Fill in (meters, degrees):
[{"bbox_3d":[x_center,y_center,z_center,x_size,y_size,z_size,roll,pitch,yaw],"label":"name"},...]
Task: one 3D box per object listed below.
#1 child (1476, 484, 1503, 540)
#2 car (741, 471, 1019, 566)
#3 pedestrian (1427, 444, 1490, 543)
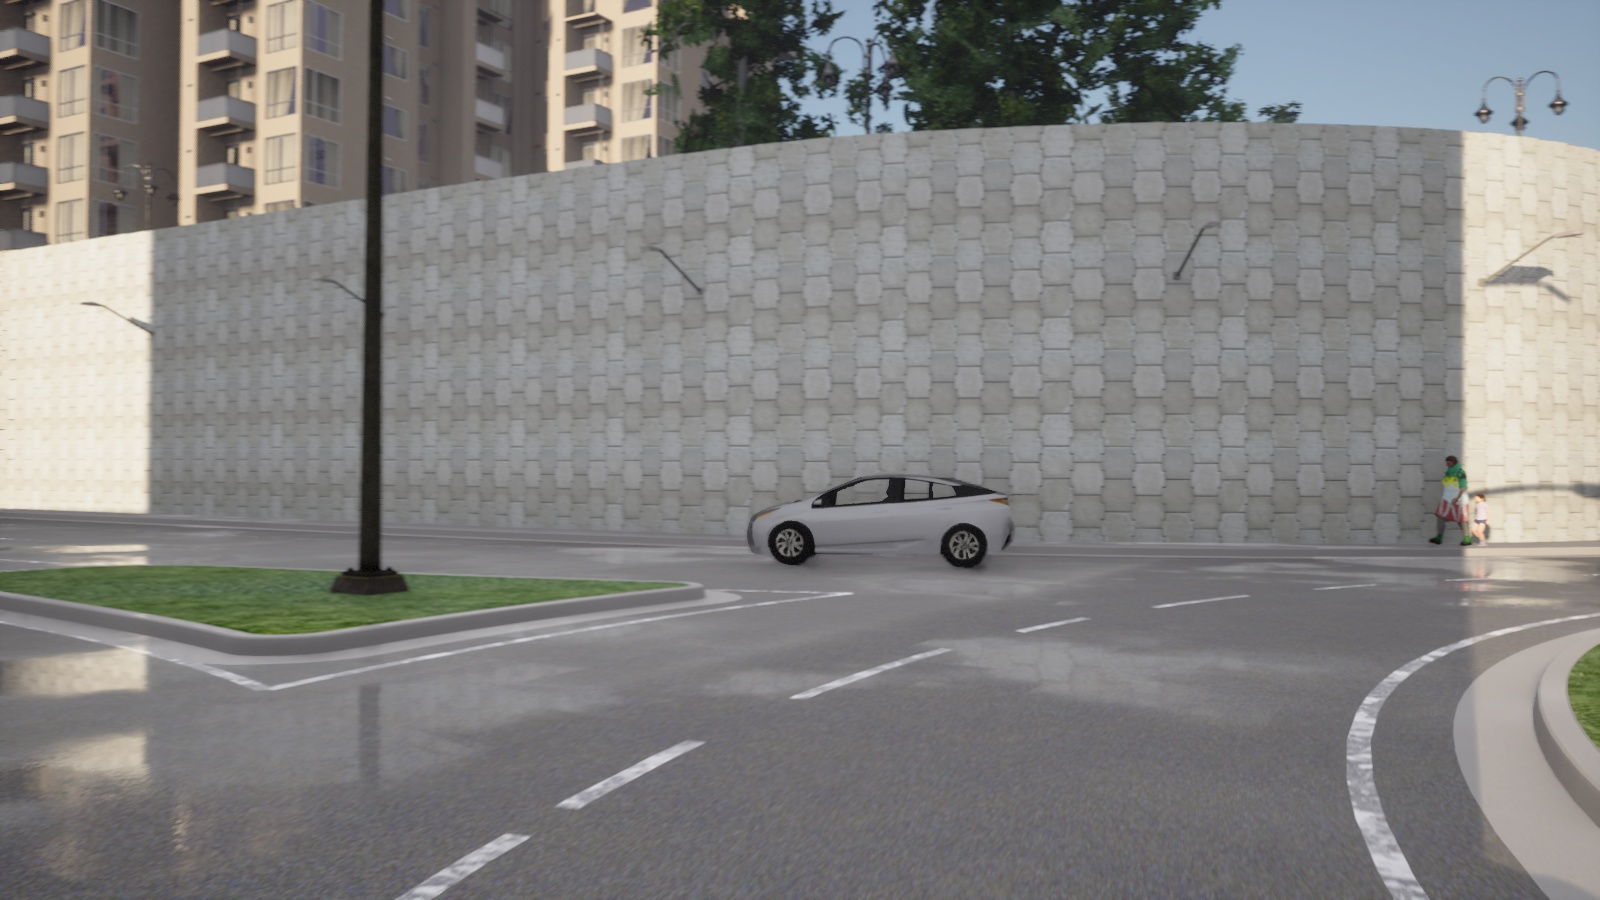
[{"bbox_3d":[13.869,1.250,25.247,0.394,1.110,0.255,0,-1,-10],"label":"child"},{"bbox_3d":[1.401,1.119,21.399,4.514,1.525,2.007,0,-1,8],"label":"car"},{"bbox_3d":[13.169,0.869,25.126,0.873,1.952,0.659,0,-1,-9],"label":"pedestrian"}]
